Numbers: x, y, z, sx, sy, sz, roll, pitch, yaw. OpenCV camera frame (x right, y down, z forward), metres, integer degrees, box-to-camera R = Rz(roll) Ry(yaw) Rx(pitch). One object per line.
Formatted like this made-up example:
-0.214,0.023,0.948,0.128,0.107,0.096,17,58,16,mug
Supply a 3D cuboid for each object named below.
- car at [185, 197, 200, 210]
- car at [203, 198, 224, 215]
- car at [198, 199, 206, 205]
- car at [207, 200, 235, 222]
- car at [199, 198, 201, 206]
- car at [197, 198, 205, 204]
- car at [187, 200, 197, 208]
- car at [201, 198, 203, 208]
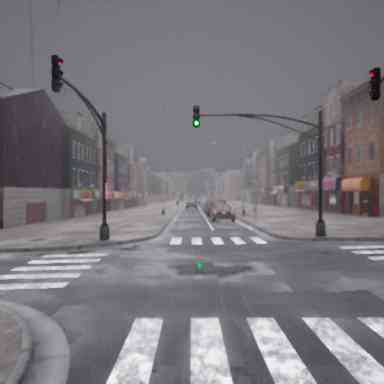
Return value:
-0.057,2.074,54.034,1.837,1.490,4.892,0,-1,0,car
2.592,1.658,34.386,2.192,1.841,5.009,-1,-1,0,car
2.542,2.517,83.001,1.802,1.307,4.206,-1,-1,0,car
2.600,1.724,28.983,1.967,1.590,4.097,-1,-1,0,car
2.576,1.968,50.591,1.967,1.590,4.097,-1,-1,0,car
2.529,2.521,93.807,1.967,1.590,4.097,-1,-1,0,car
-0.068,2.223,64.454,1.812,1.442,4.674,0,-1,0,car
2.586,1.718,39.788,2.192,1.841,5.009,-1,-1,0,car
